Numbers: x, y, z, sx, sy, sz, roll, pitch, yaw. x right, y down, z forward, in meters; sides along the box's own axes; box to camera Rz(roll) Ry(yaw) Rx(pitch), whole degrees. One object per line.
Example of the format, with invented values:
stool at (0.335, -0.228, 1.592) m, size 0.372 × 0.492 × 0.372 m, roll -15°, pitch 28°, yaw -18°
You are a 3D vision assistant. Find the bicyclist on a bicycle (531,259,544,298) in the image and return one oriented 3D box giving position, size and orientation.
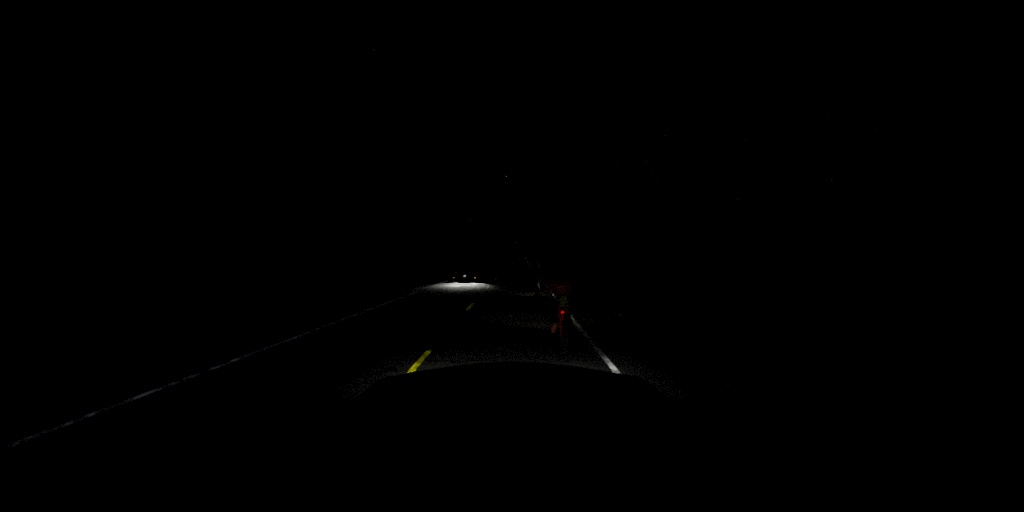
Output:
bicyclist on a bicycle at (1.195, 1.019, 16.335) m, size 0.659 × 1.776 × 1.843 m, roll 0°, pitch 1°, yaw 1°

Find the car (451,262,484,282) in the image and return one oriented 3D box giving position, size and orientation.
car at (-3.155, 1.138, 26.153) m, size 1.994 × 1.385 × 4.181 m, roll 0°, pitch 0°, yaw 1°

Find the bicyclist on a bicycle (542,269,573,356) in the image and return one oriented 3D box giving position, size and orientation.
bicyclist on a bicycle at (1.033, 1.163, 7.584) m, size 0.582 × 1.620 × 1.656 m, roll 0°, pitch 0°, yaw 1°

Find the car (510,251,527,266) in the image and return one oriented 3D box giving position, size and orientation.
car at (1.271, 0.502, 58.873) m, size 2.150 × 2.045 × 5.566 m, roll 0°, pitch 0°, yaw 1°
